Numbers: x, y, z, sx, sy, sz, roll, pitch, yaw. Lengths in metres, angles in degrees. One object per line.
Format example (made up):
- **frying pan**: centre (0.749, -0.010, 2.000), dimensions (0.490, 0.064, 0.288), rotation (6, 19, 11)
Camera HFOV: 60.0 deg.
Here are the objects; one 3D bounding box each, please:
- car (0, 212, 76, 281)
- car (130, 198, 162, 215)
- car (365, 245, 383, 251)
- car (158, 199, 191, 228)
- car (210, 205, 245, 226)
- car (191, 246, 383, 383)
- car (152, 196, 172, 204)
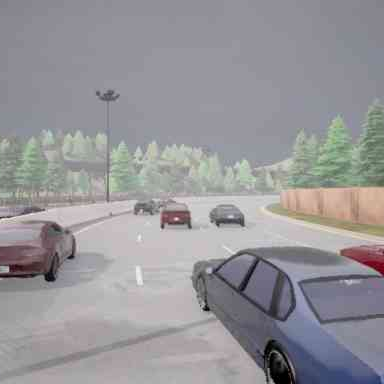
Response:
- **car**: centre (-4.570, 1.526, 9.525), dimensions (1.812, 1.442, 4.674), rotation (0, 0, -10)
- **car**: centre (-4.571, 1.505, 33.863), dimensions (1.837, 1.490, 4.892), rotation (0, 0, 5)
- **car**: centre (4.828, 1.477, 6.012), dimensions (1.882, 1.535, 5.008), rotation (0, 0, -14)
- **car**: centre (-1.080, 1.477, 22.421), dimensions (1.882, 1.535, 5.008), rotation (0, 0, -3)
- **car**: centre (2.387, 1.564, 23.318), dimensions (1.994, 1.385, 4.181), rotation (0, 0, -3)
- **car**: centre (1.436, 1.547, 4.897), dimensions (2.033, 1.411, 5.357), rotation (0, 0, -14)
- **car**: centre (-5.611, 1.505, 62.510), dimensions (1.837, 1.490, 4.892), rotation (0, 0, 20)
